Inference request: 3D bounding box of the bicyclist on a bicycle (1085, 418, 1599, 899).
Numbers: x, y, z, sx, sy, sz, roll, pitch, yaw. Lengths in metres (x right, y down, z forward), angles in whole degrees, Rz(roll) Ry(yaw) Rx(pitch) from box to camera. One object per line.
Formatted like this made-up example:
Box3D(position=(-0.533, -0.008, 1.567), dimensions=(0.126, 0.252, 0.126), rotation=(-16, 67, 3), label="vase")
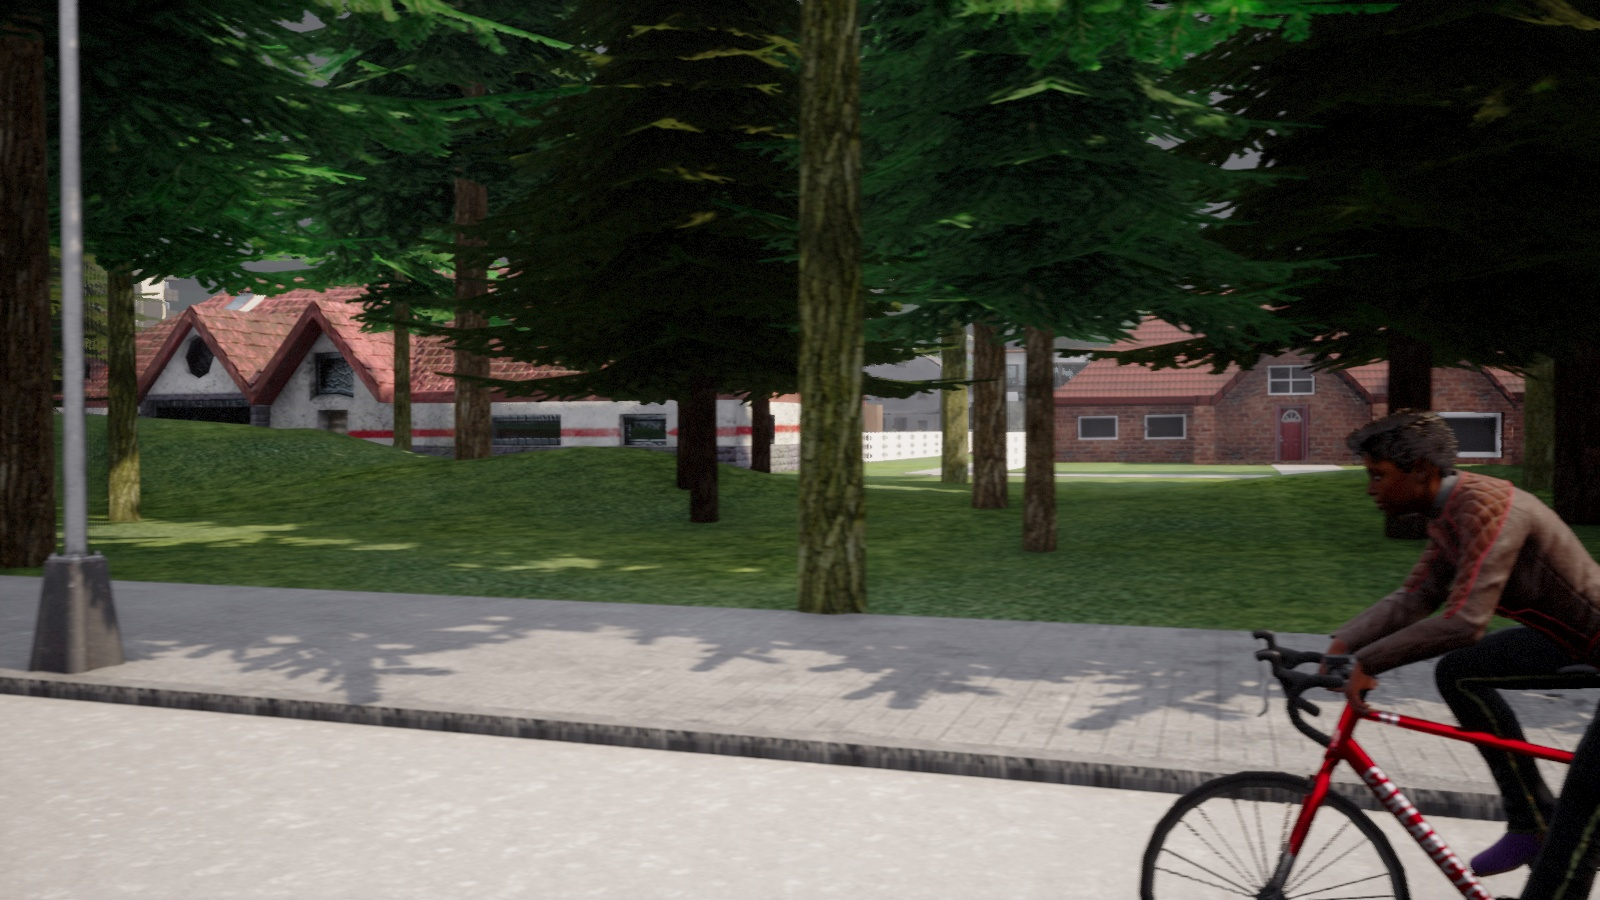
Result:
Box3D(position=(1.598, 0.734, 3.183), dimensions=(1.656, 1.620, 0.582), rotation=(0, 1, 19), label="bicyclist on a bicycle")
